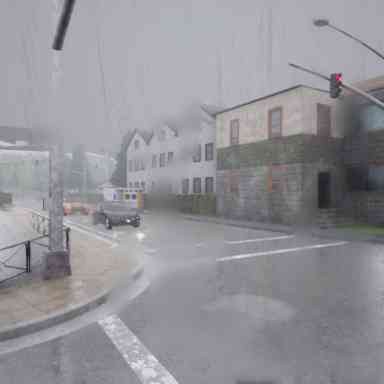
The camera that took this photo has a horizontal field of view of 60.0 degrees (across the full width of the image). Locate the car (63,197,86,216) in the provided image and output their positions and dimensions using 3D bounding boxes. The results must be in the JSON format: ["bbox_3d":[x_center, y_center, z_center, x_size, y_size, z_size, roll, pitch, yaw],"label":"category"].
[{"bbox_3d":[-10.921,1.225,30.441,2.097,1.767,4.553,0,0,-32],"label":"car"}]

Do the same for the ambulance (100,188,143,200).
[{"bbox_3d":[-6.653,0.909,30.356,2.351,2.431,6.366,0,0,-32],"label":"ambulance"}]

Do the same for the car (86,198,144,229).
[{"bbox_3d":[-4.783,1.365,20.475,1.837,1.490,4.892,0,0,-32],"label":"car"}]
